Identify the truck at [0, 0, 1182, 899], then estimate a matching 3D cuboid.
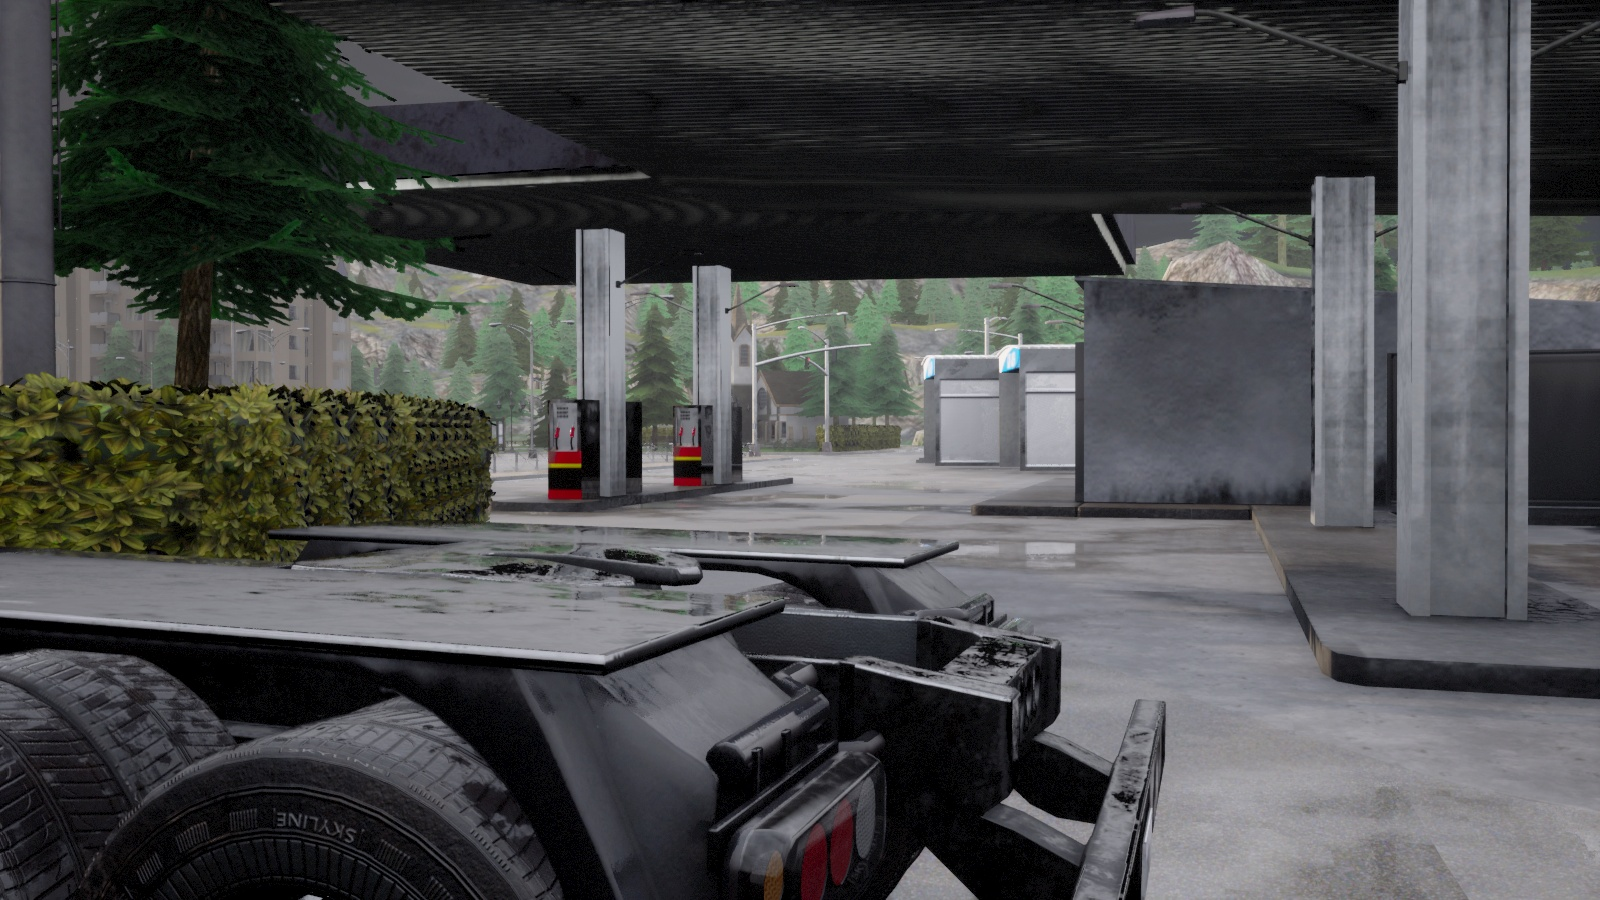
[{"bbox_3d":[-2.955,-0.168,4.152,7.936,3.462,2.891,1,0,18],"label":"truck"}]
